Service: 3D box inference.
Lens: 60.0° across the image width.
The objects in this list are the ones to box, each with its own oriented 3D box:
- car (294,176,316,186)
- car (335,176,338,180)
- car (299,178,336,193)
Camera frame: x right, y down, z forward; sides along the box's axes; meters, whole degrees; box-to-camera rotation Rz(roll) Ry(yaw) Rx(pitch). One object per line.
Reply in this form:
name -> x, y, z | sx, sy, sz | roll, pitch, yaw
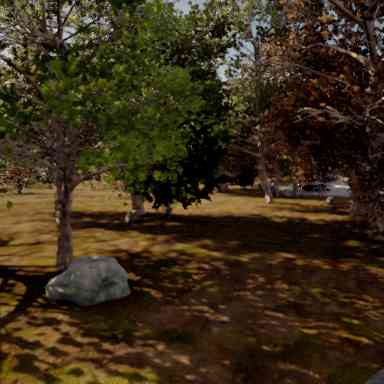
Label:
car -> 20.767, -2.049, 61.048 | 1.895, 1.301, 4.718 | -1, 5, 43
car -> 24.354, -2.346, 60.142 | 5.357, 1.411, 2.033 | -8, 5, -41
car -> 15.923, -0.648, 42.597 | 1.994, 1.385, 4.181 | -5, 3, -10
